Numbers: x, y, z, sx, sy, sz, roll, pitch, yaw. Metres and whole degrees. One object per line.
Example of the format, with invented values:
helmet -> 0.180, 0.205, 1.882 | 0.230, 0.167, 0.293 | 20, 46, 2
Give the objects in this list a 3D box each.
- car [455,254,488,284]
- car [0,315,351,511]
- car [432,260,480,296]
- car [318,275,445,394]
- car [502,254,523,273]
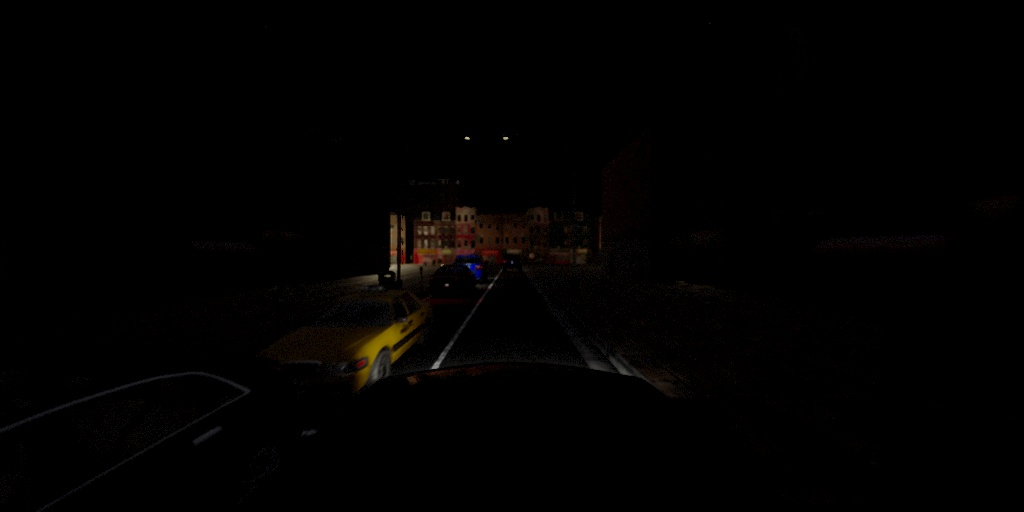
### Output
car -> -2.983, 0.908, 26.119 | 2.150, 2.045, 5.566 | 0, 0, 0
car -> -2.638, 1.302, 1.377 | 2.007, 1.370, 4.403 | 0, 0, 0
car -> -3.016, 1.176, 19.090 | 1.882, 1.535, 5.008 | 0, 0, 0
car -> -2.638, 1.260, 6.634 | 1.751, 1.417, 4.829 | 0, 0, 0
car -> 0.046, 0.855, 41.514 | 2.150, 2.045, 5.566 | 0, -1, 0
